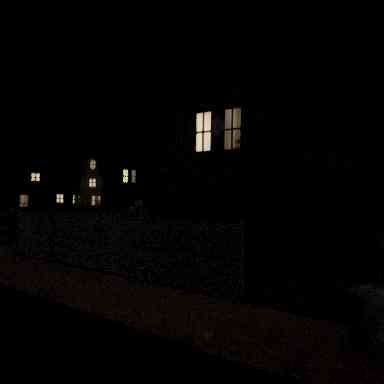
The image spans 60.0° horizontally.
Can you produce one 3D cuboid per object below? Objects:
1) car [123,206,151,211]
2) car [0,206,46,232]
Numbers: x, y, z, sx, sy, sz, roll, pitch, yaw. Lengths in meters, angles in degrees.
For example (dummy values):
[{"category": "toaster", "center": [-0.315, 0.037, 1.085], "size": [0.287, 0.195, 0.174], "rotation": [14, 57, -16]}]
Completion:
[{"category": "car", "center": [-5.218, 1.991, 30.579], "size": [1.812, 1.442, 4.674], "rotation": [2, 0, 36]}, {"category": "car", "center": [-11.351, 1.718, 22.275], "size": [1.882, 1.535, 5.008], "rotation": [2, 0, 37]}]
